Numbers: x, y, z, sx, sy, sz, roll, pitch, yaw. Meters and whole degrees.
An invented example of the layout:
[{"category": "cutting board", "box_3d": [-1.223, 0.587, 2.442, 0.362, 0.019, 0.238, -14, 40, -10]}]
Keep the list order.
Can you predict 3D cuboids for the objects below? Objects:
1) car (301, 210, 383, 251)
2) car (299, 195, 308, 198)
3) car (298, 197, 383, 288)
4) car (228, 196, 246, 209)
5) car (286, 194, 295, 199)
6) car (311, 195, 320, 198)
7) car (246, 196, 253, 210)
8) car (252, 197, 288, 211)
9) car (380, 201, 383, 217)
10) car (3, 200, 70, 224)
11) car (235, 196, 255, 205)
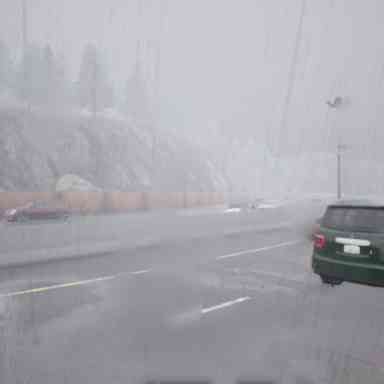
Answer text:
[{"category": "car", "box_3d": [6.890, 1.597, 14.945, 1.895, 1.301, 4.718, 0, 0, 44]}, {"category": "car", "box_3d": [26.460, 1.516, 78.882, 1.812, 1.442, 4.674, 0, 0, 26]}, {"category": "car", "box_3d": [5.132, 1.214, 8.358, 5.566, 2.045, 2.150, 0, 0, -42]}, {"category": "car", "box_3d": [6.437, 1.619, 45.639, 1.994, 1.385, 4.181, 0, 0, 26]}, {"category": "car", "box_3d": [24.265, 1.266, 82.392, 1.882, 1.535, 5.008, 0, 0, 26]}, {"category": "car", "box_3d": [26.477, 1.469, 70.859, 1.882, 1.535, 5.008, 0, 0, 26]}, {"category": "car", "box_3d": [8.992, 1.529, 42.918, 2.128, 1.511, 4.902, 0, 0, 26]}, {"category": "car", "box_3d": [8.115, 1.551, 34.075, 1.812, 1.442, 4.674, 0, 0, 31]}, {"category": "car", "box_3d": [19.119, 1.568, 31.810, 1.895, 1.301, 4.718, 0, 0, 29]}, {"category": "car", "box_3d": [-12.105, 1.461, 26.009, 4.553, 1.767, 2.097, 0, 0, -42]}, {"category": "car", "box_3d": [9.675, 1.558, 60.285, 2.128, 1.511, 4.902, 0, 0, 26]}]
